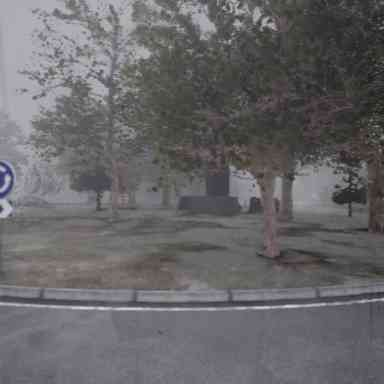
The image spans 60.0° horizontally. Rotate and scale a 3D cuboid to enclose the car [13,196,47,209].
[{"bbox_3d":[-18.702,1.147,37.626,1.994,1.385,4.181,1,0,40],"label":"car"}]
